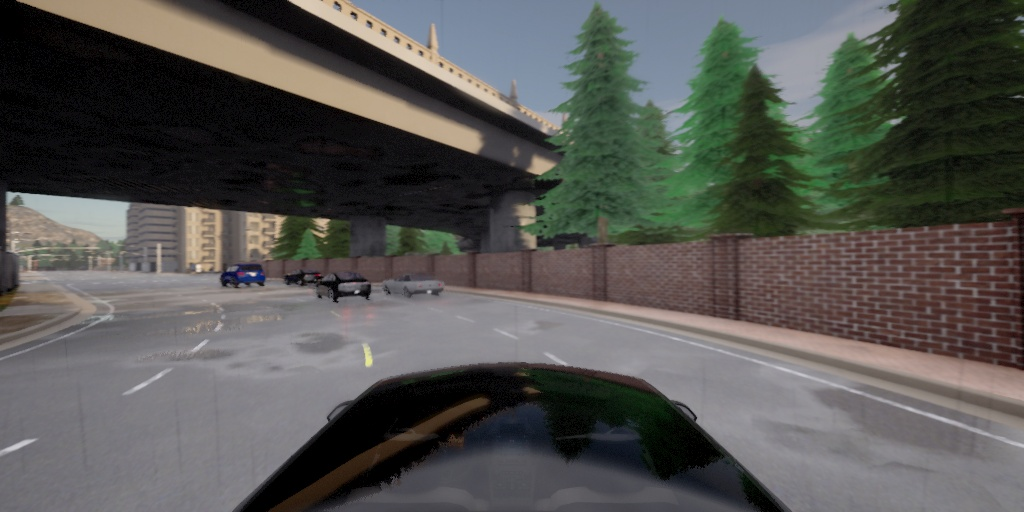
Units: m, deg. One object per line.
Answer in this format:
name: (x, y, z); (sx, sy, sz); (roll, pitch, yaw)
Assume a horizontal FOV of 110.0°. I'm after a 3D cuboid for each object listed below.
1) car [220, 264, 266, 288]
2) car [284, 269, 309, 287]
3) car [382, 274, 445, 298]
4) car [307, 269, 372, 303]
car: (-24.097, 1.751, 32.087); (5.566, 2.045, 2.150); (-2, -1, 37)
car: (-18.878, 1.947, 32.482); (4.902, 1.511, 2.128); (-1, -1, 38)
car: (-5.959, 1.704, 21.203); (1.895, 1.301, 4.718); (0, -1, -41)
car: (-9.303, 1.626, 19.608); (2.128, 1.511, 4.902); (0, -1, -42)
